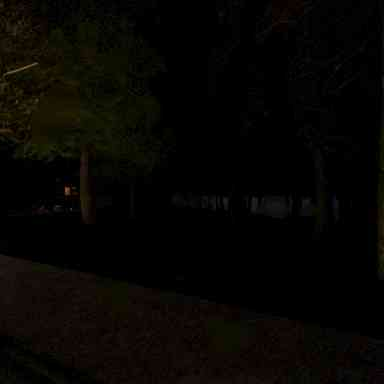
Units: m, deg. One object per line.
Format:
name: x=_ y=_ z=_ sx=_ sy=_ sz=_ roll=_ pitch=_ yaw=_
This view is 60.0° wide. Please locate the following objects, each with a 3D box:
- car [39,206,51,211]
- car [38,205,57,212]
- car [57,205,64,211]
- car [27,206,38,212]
car: x=-38.355 y=4.272 z=86.988 sx=1.994 sy=1.385 sz=4.181 roll=0 pitch=-2 yaw=-9
car: x=-33.436 y=3.884 z=77.240 sx=1.837 sy=1.490 sz=4.892 roll=0 pitch=-2 yaw=-9
car: x=-35.149 y=4.236 z=87.523 sx=2.128 sy=1.511 sz=4.902 roll=0 pitch=-2 yaw=-9
car: x=-36.705 y=3.910 z=77.083 sx=1.837 sy=1.490 sz=4.892 roll=0 pitch=-2 yaw=-9
